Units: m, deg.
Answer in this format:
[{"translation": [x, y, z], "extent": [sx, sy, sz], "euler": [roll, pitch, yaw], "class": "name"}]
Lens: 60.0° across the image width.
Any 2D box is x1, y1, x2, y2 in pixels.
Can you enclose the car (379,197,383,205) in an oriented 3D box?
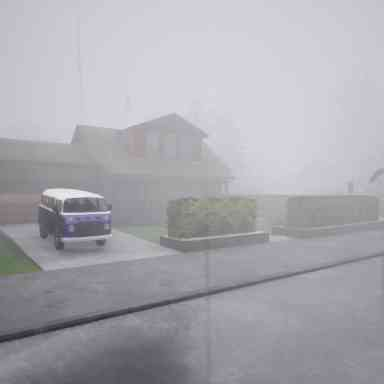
[{"translation": [24.678, 0.985, 41.408], "extent": [3.866, 1.878, 1.905], "euler": [0, 0, 0], "class": "car"}]
